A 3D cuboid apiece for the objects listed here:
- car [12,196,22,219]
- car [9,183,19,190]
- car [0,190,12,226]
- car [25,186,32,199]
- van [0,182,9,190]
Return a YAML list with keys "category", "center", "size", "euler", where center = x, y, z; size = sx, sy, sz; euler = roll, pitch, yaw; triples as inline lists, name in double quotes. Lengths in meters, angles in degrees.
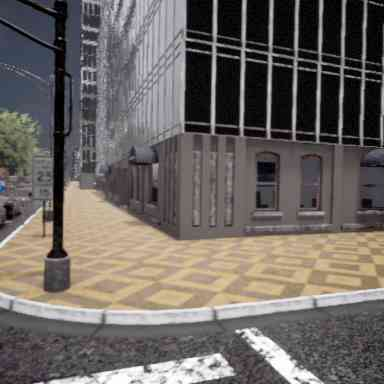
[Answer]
- category: "car"
  center: [-11.429, 0.818, 19.965]
  size: [1.947, 1.339, 4.313]
  euler: [1, 1, -20]
- category: "car"
  center: [-38.631, -1.123, 70.522]
  size: [1.802, 1.307, 4.206]
  euler: [1, 2, -20]
- category: "car"
  center: [-9.494, 0.872, 14.623]
  size: [1.967, 1.590, 4.097]
  euler: [1, 1, -20]
- category: "car"
  center: [-19.156, 0.093, 41.323]
  size: [1.947, 1.339, 4.313]
  euler: [1, 2, -20]
- category: "van"
  center: [-34.760, -0.980, 59.834]
  size: [1.690, 1.788, 3.998]
  euler: [1, 2, -20]
